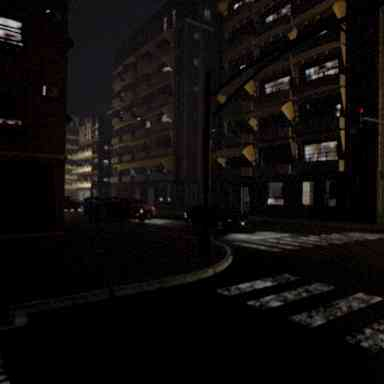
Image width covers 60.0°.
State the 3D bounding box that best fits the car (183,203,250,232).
[{"bbox_3d":[1.407,1.516,20.406,1.837,1.490,4.892,1,-1,-36],"label":"car"}]

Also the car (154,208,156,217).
[{"bbox_3d":[-5.028,1.402,29.448,2.097,1.767,4.553,1,-1,-35],"label":"car"}]

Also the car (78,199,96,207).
[{"bbox_3d":[-18.225,1.851,57.451,1.802,1.307,4.206,1,-1,-35],"label":"car"}]

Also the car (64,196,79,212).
[{"bbox_3d":[-14.989,1.359,39.248,2.192,1.841,5.009,1,-1,-35],"label":"car"}]

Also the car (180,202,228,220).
[{"bbox_3d":[1.004,1.670,30.285,1.752,1.417,4.829,1,-1,-35],"label":"car"}]

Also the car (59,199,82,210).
[{"bbox_3d":[-16.943,1.687,46.380,1.994,1.385,4.181,1,-1,-35],"label":"car"}]

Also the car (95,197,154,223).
[{"bbox_3d":[-5.325,1.301,25.595,2.192,1.841,5.009,1,-1,-35],"label":"car"}]

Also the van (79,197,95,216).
[{"bbox_3d":[-8.547,1.346,30.146,1.690,1.788,3.998,1,-1,-35],"label":"van"}]
